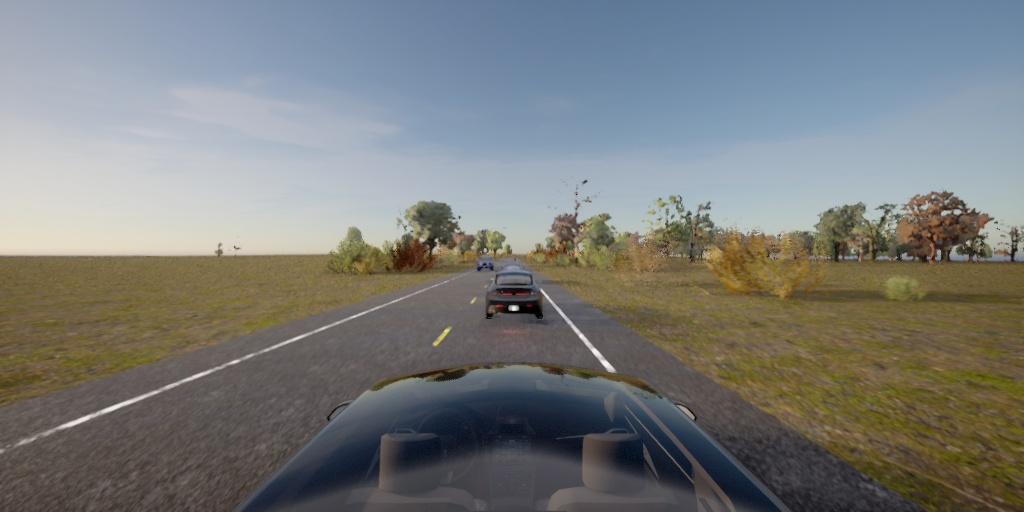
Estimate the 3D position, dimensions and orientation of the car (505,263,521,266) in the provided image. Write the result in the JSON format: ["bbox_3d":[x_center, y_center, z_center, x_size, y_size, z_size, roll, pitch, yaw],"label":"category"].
[{"bbox_3d":[0.074,1.321,28.903,1.812,1.442,4.674,0,0,0],"label":"car"}]

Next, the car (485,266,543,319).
[{"bbox_3d":[0.071,1.280,13.015,1.837,1.490,4.892,0,0,0],"label":"car"}]

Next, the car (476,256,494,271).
[{"bbox_3d":[-3.588,1.030,49.422,2.150,2.045,5.566,0,0,0],"label":"car"}]
